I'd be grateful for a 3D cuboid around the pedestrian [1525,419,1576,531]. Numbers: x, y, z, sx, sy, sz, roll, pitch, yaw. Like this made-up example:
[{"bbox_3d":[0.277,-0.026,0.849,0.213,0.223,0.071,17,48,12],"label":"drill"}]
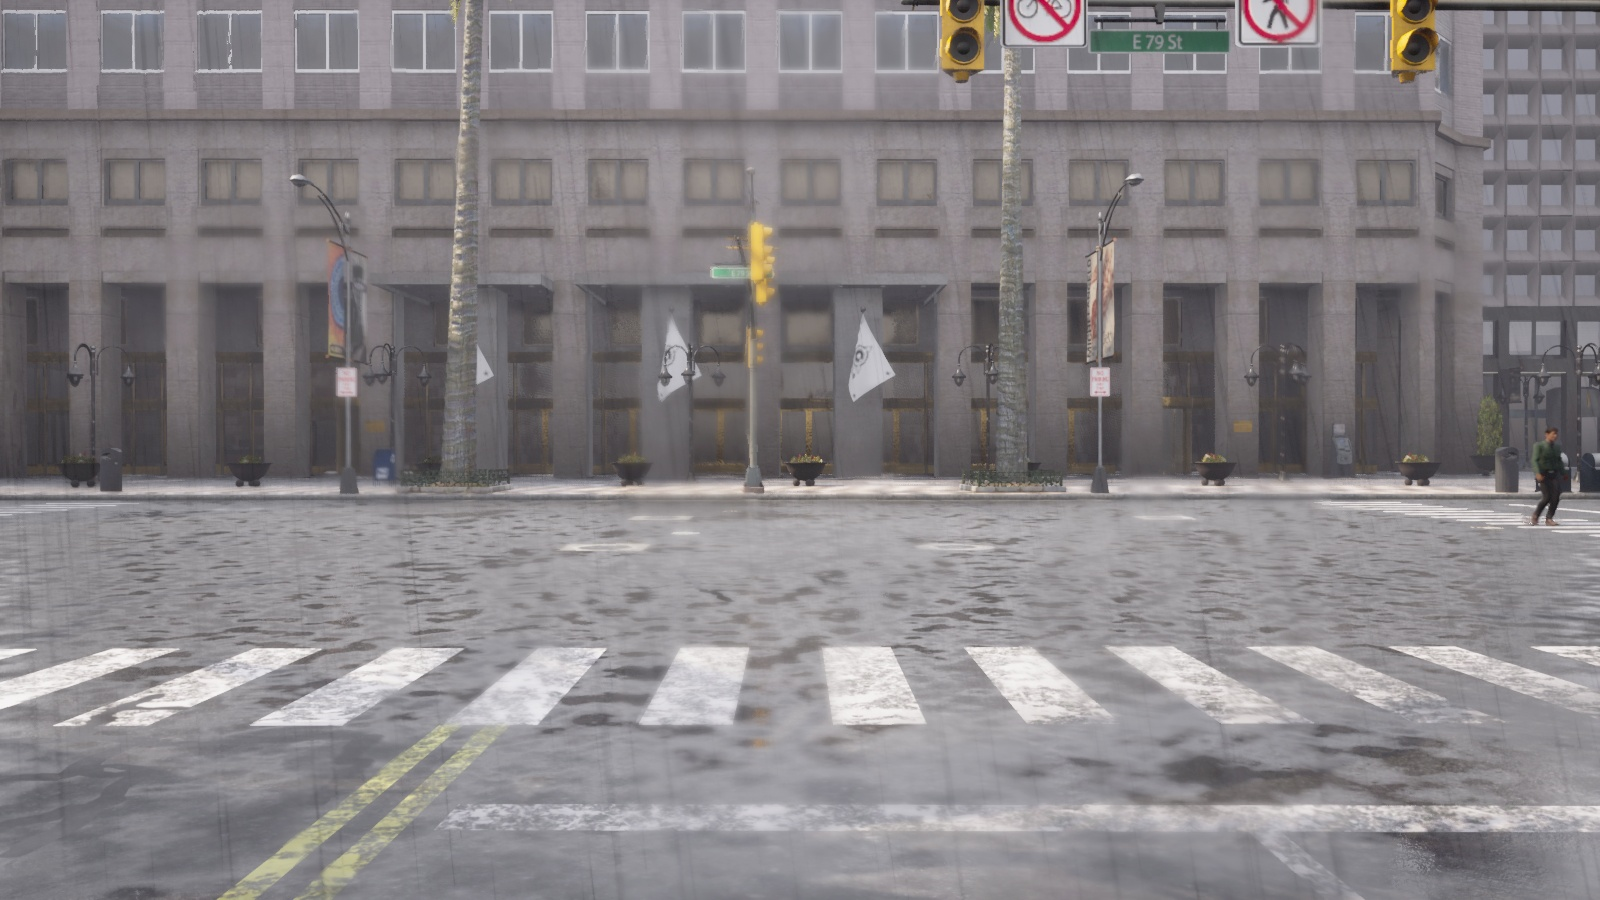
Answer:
[{"bbox_3d":[13.382,0.437,22.398,0.423,1.949,0.788,0,0,-1],"label":"pedestrian"}]
